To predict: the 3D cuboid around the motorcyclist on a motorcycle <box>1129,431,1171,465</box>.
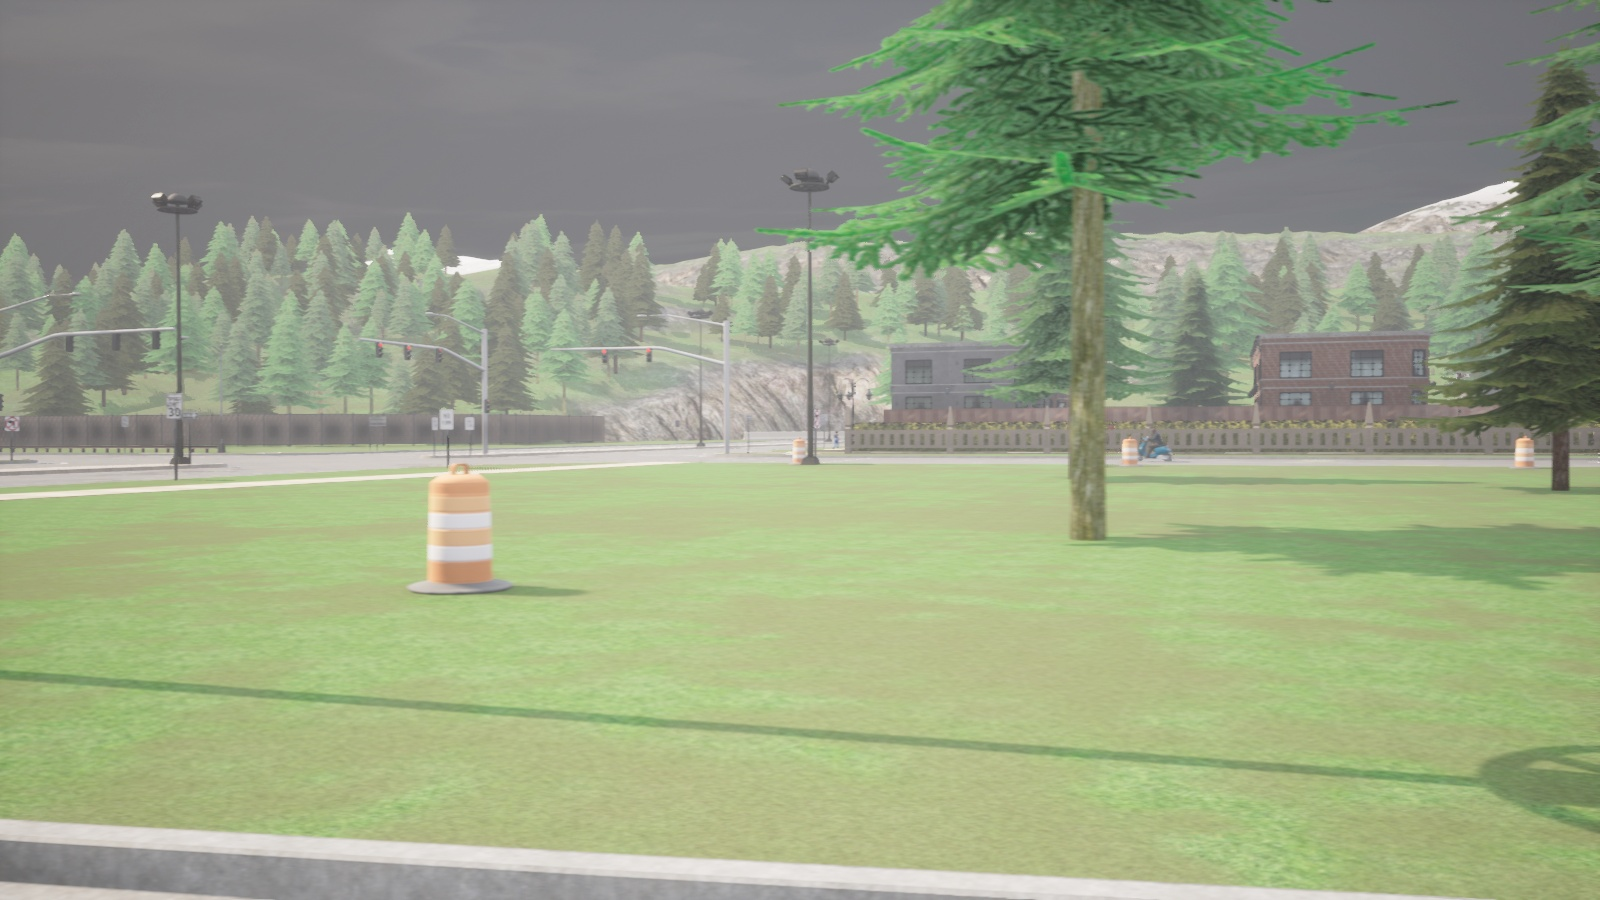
[{"bbox_3d":[16.393,-0.100,58.804,1.817,1.590,0.866,1,1,18],"label":"motorcyclist on a motorcycle"}]
